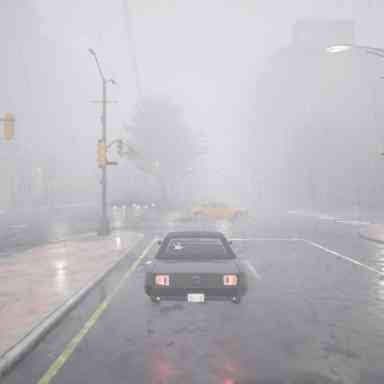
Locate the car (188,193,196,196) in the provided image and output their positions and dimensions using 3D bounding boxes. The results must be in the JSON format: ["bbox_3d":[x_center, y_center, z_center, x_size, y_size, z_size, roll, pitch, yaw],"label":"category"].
[{"bbox_3d":[0.018,1.218,86.464,2.150,2.045,5.566,0,0,0],"label":"car"}]

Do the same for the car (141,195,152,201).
[{"bbox_3d":[-11.482,1.525,84.646,2.128,1.511,4.902,0,0,0],"label":"car"}]

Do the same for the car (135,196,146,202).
[{"bbox_3d":[-11.484,1.553,74.412,1.994,1.385,4.181,0,0,0],"label":"car"}]

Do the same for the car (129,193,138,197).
[{"bbox_3d":[-11.524,1.221,64.528,2.150,2.045,5.566,0,0,1],"label":"car"}]

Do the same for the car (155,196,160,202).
[{"bbox_3d":[-8.016,1.564,65.750,1.994,1.385,4.181,0,0,1],"label":"car"}]

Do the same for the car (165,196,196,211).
[{"bbox_3d":[-1.278,1.547,40.691,2.033,1.411,5.357,0,0,25],"label":"car"}]

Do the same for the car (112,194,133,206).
[{"bbox_3d":[-11.576,1.526,55.116,1.812,1.442,4.674,0,0,0],"label":"car"}]

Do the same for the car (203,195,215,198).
[{"bbox_3d":[3.617,1.601,63.328,1.895,1.301,4.718,0,0,0],"label":"car"}]

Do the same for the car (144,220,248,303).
[{"bbox_3d":[0.076,1.601,8.166,1.895,1.301,4.718,0,0,0],"label":"car"}]

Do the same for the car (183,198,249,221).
[{"bbox_3d":[2.003,1.478,26.378,5.008,1.535,1.882,0,0,0],"label":"car"}]

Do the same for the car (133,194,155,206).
[{"bbox_3d":[-8.076,1.547,56.514,2.033,1.411,5.357,0,0,0],"label":"car"}]

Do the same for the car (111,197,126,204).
[{"bbox_3d":[-14.735,1.595,66.823,1.895,1.301,4.718,0,0,0],"label":"car"}]
